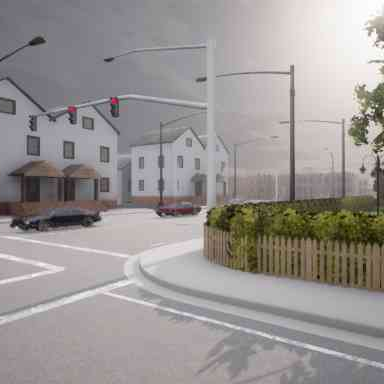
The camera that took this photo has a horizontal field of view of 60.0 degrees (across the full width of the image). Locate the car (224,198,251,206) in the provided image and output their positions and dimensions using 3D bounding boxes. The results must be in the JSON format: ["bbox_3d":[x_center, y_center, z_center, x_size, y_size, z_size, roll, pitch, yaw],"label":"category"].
[{"bbox_3d":[5.495,1.506,39.872,1.837,1.490,4.892,0,0,35],"label":"car"}]

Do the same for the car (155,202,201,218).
[{"bbox_3d":[-1.205,1.601,30.173,1.895,1.301,4.718,0,0,35],"label":"car"}]

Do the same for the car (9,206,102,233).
[{"bbox_3d":[-8.026,1.548,20.265,2.033,1.411,5.357,0,0,34],"label":"car"}]
